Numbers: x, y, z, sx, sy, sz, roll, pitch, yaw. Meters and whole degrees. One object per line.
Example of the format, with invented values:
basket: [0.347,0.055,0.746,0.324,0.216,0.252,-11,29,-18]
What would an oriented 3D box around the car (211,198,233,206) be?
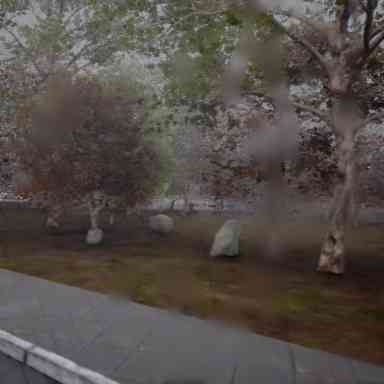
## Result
car: [7.622,2.762,89.749,2.435,2.045,5.566,4,0,44]

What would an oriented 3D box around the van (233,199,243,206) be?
van: [11.432,3.026,93.648,1.878,1.987,4.442,4,1,44]
